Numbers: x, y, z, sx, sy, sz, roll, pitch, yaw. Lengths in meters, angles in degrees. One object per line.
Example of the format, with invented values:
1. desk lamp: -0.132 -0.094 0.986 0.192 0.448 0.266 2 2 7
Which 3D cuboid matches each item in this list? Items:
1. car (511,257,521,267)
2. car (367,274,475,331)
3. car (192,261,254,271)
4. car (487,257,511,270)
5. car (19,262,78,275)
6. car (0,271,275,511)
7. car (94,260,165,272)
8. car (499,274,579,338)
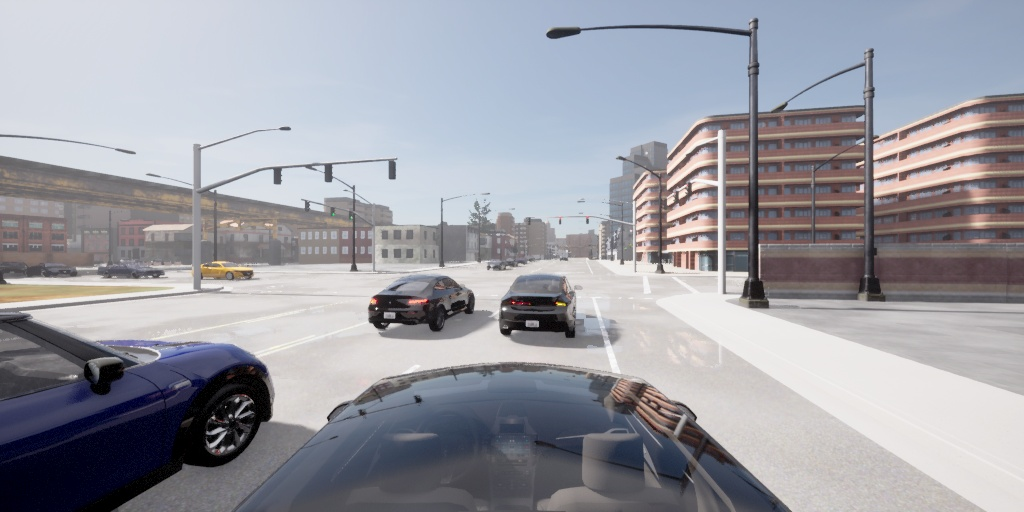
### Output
1. car: -0.251 0.957 57.368 1.882 1.535 5.008 0 1 11
2. car: -2.540 1.276 10.953 1.812 1.442 4.674 0 0 11
3. car: -24.608 1.228 30.581 5.008 1.535 1.882 0 0 10
4. car: -2.047 1.106 48.090 2.128 1.511 4.902 0 1 11
5. car: -43.986 1.314 34.241 4.181 1.385 1.994 0 0 15
6. car: -3.858 1.102 2.175 2.097 1.767 4.553 0 0 6
7. car: -34.267 1.297 32.211 5.357 1.411 2.033 0 0 9
8. car: 0.906 1.255 10.314 1.837 1.490 4.892 0 0 11
